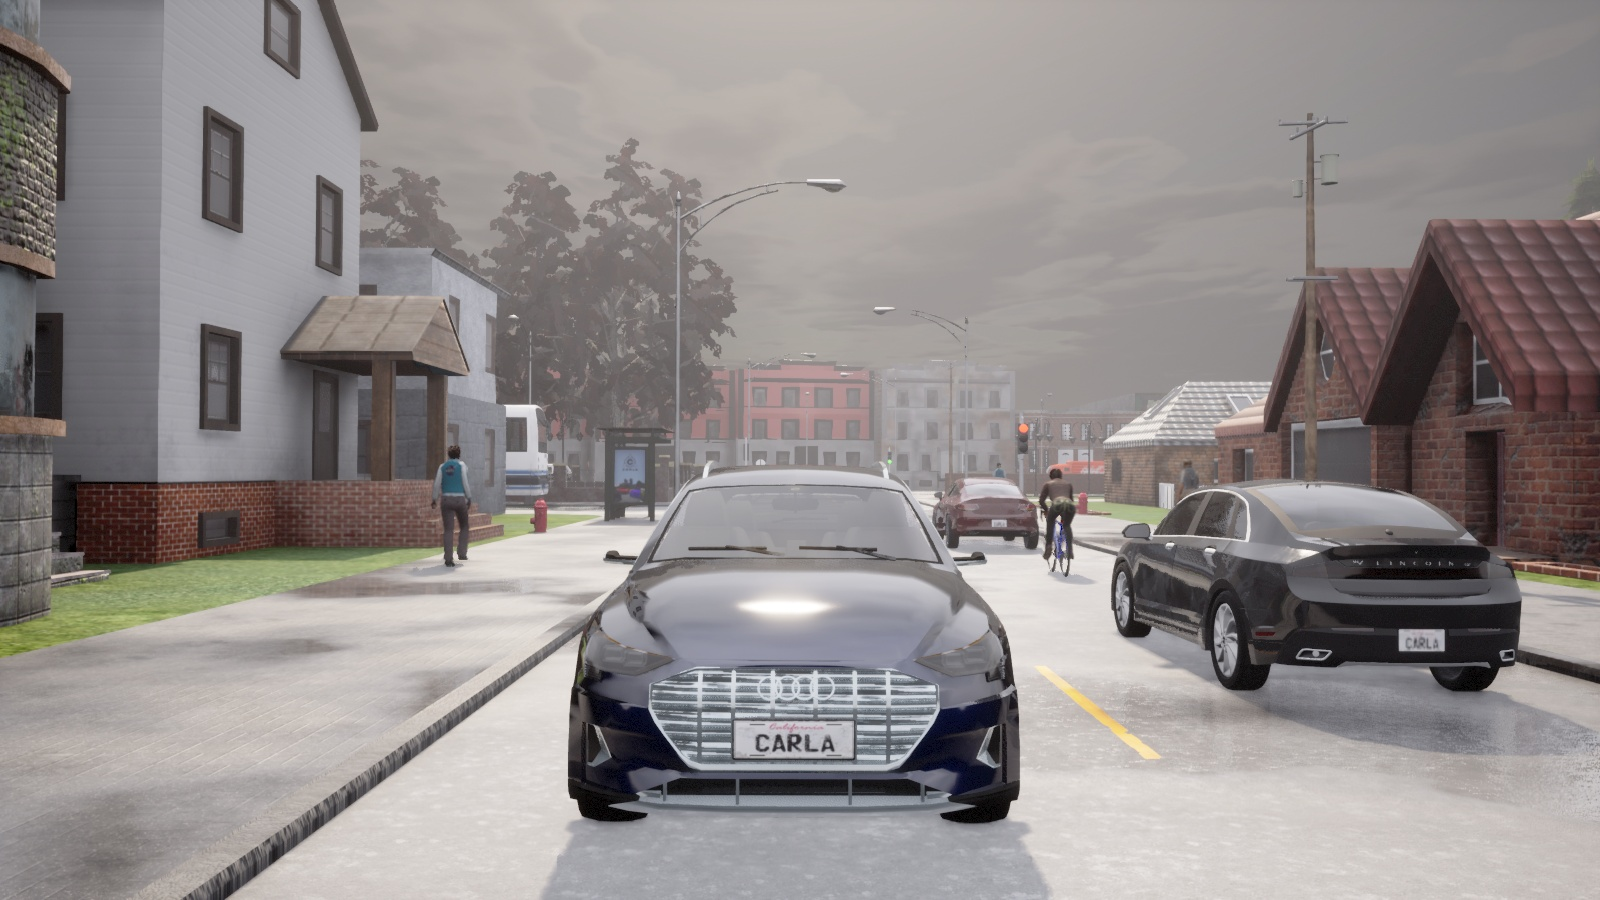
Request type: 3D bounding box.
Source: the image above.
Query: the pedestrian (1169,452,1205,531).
[{"bbox_3d":[9.155,0.986,29.748,0.540,1.848,0.694,0,-1,-11],"label":"pedestrian"}]

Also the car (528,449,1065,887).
[{"bbox_3d":[-0.020,0.865,7.198,2.033,1.649,4.856,0,-1,0],"label":"car"}]

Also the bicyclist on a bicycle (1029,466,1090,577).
[{"bbox_3d":[3.949,1.074,19.215,0.582,1.620,1.656,0,-1,0],"label":"bicyclist on a bicycle"}]

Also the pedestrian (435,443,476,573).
[{"bbox_3d":[-5.217,0.864,19.040,0.396,1.930,0.692,0,-1,3],"label":"pedestrian"}]

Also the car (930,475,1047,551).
[{"bbox_3d":[3.920,1.274,26.825,1.812,1.442,4.674,0,-1,1],"label":"car"}]

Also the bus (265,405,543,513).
[{"bbox_3d":[-16.065,0.369,51.740,10.273,4.253,3.944,0,-1,-4],"label":"bus"}]

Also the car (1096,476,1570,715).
[{"bbox_3d":[3.973,0.979,10.446,1.837,1.490,4.892,0,-1,0],"label":"car"}]
